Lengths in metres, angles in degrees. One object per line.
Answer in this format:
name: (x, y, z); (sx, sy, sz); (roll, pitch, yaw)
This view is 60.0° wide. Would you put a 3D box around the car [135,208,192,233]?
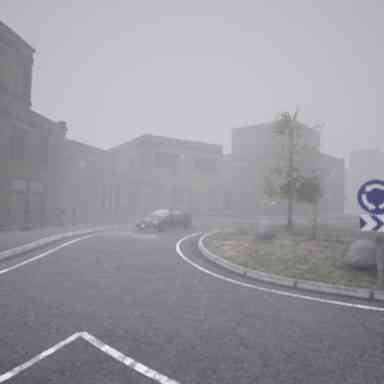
car: (-1.712, 1.766, 21.701); (1.812, 1.442, 4.674); (0, -1, 31)
